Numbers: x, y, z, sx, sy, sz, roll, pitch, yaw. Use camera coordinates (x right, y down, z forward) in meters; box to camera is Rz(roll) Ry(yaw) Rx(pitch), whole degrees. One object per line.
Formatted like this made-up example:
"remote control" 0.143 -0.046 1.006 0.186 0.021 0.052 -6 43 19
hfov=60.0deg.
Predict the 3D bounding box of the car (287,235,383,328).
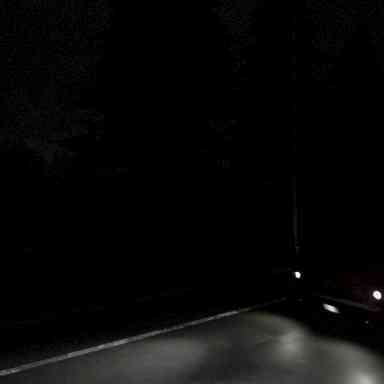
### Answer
"car" 4.124 1.603 6.694 4.718 1.301 1.895 0 0 -33
